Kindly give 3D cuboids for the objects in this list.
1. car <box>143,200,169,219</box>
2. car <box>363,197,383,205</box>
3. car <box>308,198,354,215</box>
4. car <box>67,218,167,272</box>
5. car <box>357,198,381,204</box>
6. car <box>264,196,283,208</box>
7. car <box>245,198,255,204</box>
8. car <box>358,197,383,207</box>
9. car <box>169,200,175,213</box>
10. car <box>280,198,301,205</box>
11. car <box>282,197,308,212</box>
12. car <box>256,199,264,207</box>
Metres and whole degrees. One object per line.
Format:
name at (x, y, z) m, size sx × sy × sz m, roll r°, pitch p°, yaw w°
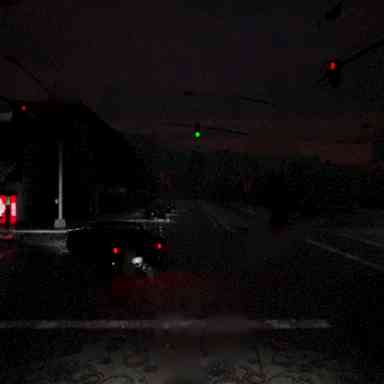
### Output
car at (-3.594, 1.797, 32.661) m, size 1.837 × 1.490 × 4.892 m, roll 0°, pitch -1°, yaw 0°
car at (39.972, 1.986, 71.931) m, size 5.027 × 1.636 × 2.152 m, roll 0°, pitch -1°, yaw 0°
car at (14.489, 1.554, 34.357) m, size 3.806 × 1.475 × 1.970 m, roll 0°, pitch -1°, yaw 0°
car at (-2.734, 1.625, 11.062) m, size 1.895 × 1.301 × 4.718 m, roll 0°, pitch -1°, yaw -33°
car at (39.920, 2.023, 75.068) m, size 4.514 × 1.523 × 2.007 m, roll 0°, pitch -1°, yaw 0°
car at (14.163, 1.570, 53.569) m, size 3.866 × 1.878 × 1.905 m, roll 0°, pitch -1°, yaw 0°
car at (13.886, 2.059, 75.055) m, size 3.633 × 1.501 × 1.845 m, roll 0°, pitch -1°, yaw 0°
car at (32.300, 1.870, 60.085) m, size 3.633 × 1.501 × 1.845 m, roll 0°, pitch -1°, yaw 0°
car at (-3.585, 1.883, 42.278) m, size 1.837 × 1.490 × 4.892 m, roll 0°, pitch -1°, yaw 0°
car at (21.307, 2.042, 72.076) m, size 3.806 × 1.475 × 1.970 m, roll 0°, pitch -1°, yaw 0°
car at (14.165, 1.533, 40.775) m, size 5.027 × 1.636 × 2.152 m, roll 0°, pitch -1°, yaw 0°
car at (13.750, 1.617, 56.475) m, size 4.605 × 1.855 × 1.932 m, roll 0°, pitch -1°, yaw 0°
